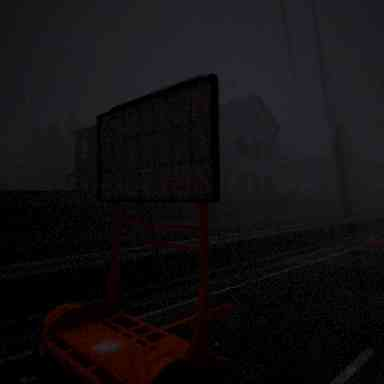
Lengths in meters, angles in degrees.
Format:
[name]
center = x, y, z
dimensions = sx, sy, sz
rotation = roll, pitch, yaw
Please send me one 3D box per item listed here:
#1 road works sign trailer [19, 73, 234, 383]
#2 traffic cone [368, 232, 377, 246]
[road works sign trailer]
center = -0.392, 0.529, 4.382
dimensions = 2.880, 3.560, 2.380
rotation = 0, -1, -44
[traffic cone]
center = 7.887, 2.027, 14.518
dimensions = 0.340, 0.580, 0.340
rotation = 0, -1, -44
